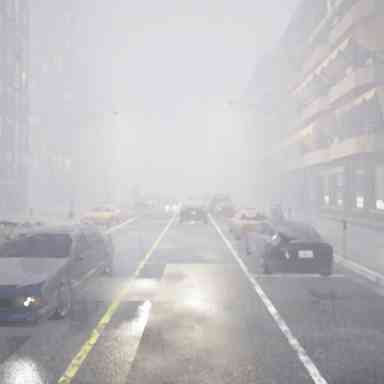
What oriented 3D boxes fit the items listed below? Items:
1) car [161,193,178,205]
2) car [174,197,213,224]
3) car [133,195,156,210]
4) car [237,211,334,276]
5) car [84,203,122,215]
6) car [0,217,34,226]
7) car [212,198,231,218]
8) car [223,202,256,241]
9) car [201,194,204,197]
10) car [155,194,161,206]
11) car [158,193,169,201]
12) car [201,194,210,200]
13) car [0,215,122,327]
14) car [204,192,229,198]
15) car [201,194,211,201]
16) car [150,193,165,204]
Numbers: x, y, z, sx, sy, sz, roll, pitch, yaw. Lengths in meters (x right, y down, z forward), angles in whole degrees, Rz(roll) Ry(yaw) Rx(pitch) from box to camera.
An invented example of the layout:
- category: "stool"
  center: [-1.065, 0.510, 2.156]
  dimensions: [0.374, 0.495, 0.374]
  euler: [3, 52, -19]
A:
- category: "car"
  center: [-3.050, 1.156, 49.745]
  dimensions: [2.128, 1.511, 4.902]
  euler: [0, 0, 0]
- category: "car"
  center: [0.113, 1.345, 23.520]
  dimensions: [2.163, 1.488, 4.792]
  euler: [0, 0, 0]
- category: "car"
  center: [-5.661, 1.291, 38.314]
  dimensions: [2.008, 1.369, 4.403]
  euler: [1, 0, 0]
- category: "car"
  center: [2.712, 1.499, 9.991]
  dimensions: [1.947, 1.339, 4.313]
  euler: [1, 0, 0]
- category: "car"
  center: [-5.669, 1.382, 21.175]
  dimensions: [1.752, 1.417, 4.829]
  euler: [1, 0, 0]
- category: "car"
  center: [-5.674, 1.483, 10.033]
  dimensions: [2.008, 1.369, 4.403]
  euler: [1, 0, 0]
- category: "car"
  center: [2.681, 1.400, 26.961]
  dimensions: [1.802, 1.307, 4.206]
  euler: [1, 0, 0]
- category: "car"
  center: [2.720, 1.419, 15.817]
  dimensions: [1.752, 1.417, 4.829]
  euler: [1, 0, 0]
- category: "car"
  center: [0.120, 1.268, 41.332]
  dimensions: [2.033, 1.411, 5.357]
  euler: [0, 0, 0]
- category: "car"
  center: [-5.658, 1.253, 43.970]
  dimensions: [2.008, 1.369, 4.403]
  euler: [1, 0, 0]
- category: "car"
  center: [-5.646, 0.987, 66.594]
  dimensions: [1.967, 1.590, 4.097]
  euler: [1, 0, 0]
- category: "car"
  center: [2.872, 1.090, 72.210]
  dimensions: [1.802, 1.307, 4.206]
  euler: [1, 0, 0]
- category: "car"
  center: [-3.100, 1.498, 7.434]
  dimensions: [2.033, 1.411, 5.357]
  euler: [0, 0, 0]
- category: "car"
  center: [2.687, 1.094, 32.614]
  dimensions: [2.192, 1.841, 5.009]
  euler: [1, 0, 0]
- category: "car"
  center: [2.699, 1.129, 66.554]
  dimensions: [1.802, 1.307, 4.206]
  euler: [1, 0, 0]
- category: "car"
  center: [-5.651, 1.065, 55.282]
  dimensions: [1.967, 1.590, 4.097]
  euler: [1, 0, 0]
